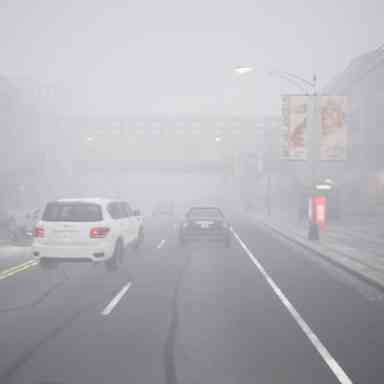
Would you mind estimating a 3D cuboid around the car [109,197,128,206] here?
[{"bbox_3d":[-11.835,1.455,54.016,1.895,1.301,4.718,0,0,2],"label":"car"}]

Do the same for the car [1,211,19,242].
[{"bbox_3d":[-6.627,1.497,15.617,1.994,1.385,4.181,0,0,2],"label":"car"}]

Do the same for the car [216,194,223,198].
[{"bbox_3d":[5.268,1.472,64.669,2.231,1.521,4.892,0,0,12],"label":"car"}]

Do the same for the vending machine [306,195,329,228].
[{"bbox_3d":[8.063,1.244,21.420,1.100,2.100,0.880,0,0,2],"label":"vending machine"}]

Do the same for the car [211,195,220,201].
[{"bbox_3d":[5.748,1.461,81.863,2.097,1.535,5.008,0,0,2],"label":"car"}]

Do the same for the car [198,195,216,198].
[{"bbox_3d":[1.364,1.332,39.055,2.097,1.767,4.553,0,0,2],"label":"car"}]

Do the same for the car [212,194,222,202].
[{"bbox_3d":[5.670,1.340,75.437,2.185,1.767,4.553,0,0,2],"label":"car"}]

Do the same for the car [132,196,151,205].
[{"bbox_3d":[-8.599,1.432,56.968,2.033,1.411,5.357,0,0,3],"label":"car"}]

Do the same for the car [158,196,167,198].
[{"bbox_3d":[-5.116,1.438,56.861,1.812,1.442,4.674,0,0,3],"label":"car"}]

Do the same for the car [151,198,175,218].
[{"bbox_3d":[-2.444,1.503,29.963,2.033,1.411,5.357,0,0,2],"label":"car"}]

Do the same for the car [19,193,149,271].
[{"bbox_3d":[-3.072,1.187,11.015,2.150,2.045,5.566,0,0,2],"label":"car"}]

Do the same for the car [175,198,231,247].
[{"bbox_3d":[0.576,1.344,15.248,2.097,1.767,4.553,0,0,2],"label":"car"}]
